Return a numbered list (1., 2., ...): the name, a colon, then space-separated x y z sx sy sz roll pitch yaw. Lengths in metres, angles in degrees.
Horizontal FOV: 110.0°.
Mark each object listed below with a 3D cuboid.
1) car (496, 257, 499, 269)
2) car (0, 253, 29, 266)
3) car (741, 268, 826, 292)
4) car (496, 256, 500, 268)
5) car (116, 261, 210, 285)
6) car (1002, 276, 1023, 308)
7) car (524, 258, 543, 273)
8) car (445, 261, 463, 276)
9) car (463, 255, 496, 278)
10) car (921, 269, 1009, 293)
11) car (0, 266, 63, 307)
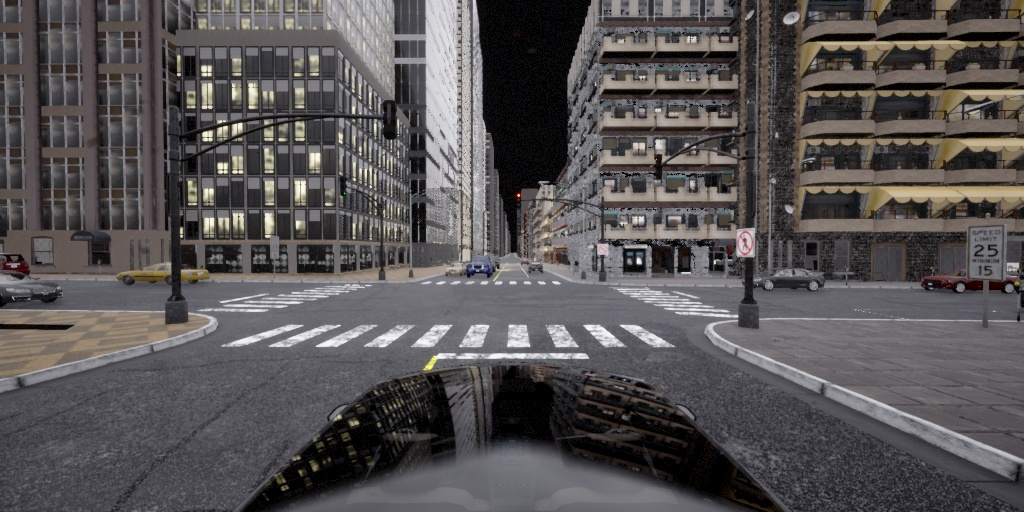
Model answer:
1. car: -3.024 1.215 44.829 1.882 1.535 5.008 0 0 0
2. car: -33.581 0.712 22.498 5.009 1.841 2.192 0 0 1
3. car: 16.340 1.375 21.714 4.403 1.370 2.007 0 0 1
4. car: -3.004 0.957 55.385 2.150 2.045 5.566 0 0 0
5. car: -21.634 1.029 22.274 4.829 1.417 1.751 0 0 1
6. car: 21.734 1.576 13.249 4.313 1.339 1.948 0 0 1
7. car: 2.755 1.289 42.207 2.007 1.370 4.403 0 0 0
8. car: -5.635 1.265 36.396 1.751 1.417 4.829 0 0 0
9. car: -3.047 0.962 34.698 2.150 2.045 5.566 0 0 0
10. car: 27.406 1.462 21.540 4.507 1.381 1.888 0 0 1
11. car: -20.267 1.204 13.938 4.403 1.370 2.007 0 0 1
